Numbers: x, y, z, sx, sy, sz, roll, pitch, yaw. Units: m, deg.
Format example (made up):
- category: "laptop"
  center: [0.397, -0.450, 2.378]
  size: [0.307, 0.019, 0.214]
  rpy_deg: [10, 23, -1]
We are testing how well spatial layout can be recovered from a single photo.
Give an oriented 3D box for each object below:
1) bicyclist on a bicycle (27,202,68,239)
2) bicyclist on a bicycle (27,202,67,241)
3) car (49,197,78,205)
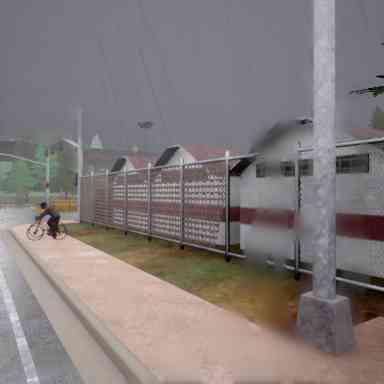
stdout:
- category: "bicyclist on a bicycle"
  center: [-6.782, 1.301, 15.612]
  size: [1.656, 1.620, 0.582]
  rpy_deg: [0, 0, -39]
- category: "bicyclist on a bicycle"
  center: [-6.268, 1.301, 14.392]
  size: [1.656, 1.620, 0.582]
  rpy_deg: [0, 0, -14]
- category: "car"
  center: [-19.433, 1.500, 50.146]
  size: [4.892, 1.490, 1.837]
  rpy_deg: [-1, 1, -35]
